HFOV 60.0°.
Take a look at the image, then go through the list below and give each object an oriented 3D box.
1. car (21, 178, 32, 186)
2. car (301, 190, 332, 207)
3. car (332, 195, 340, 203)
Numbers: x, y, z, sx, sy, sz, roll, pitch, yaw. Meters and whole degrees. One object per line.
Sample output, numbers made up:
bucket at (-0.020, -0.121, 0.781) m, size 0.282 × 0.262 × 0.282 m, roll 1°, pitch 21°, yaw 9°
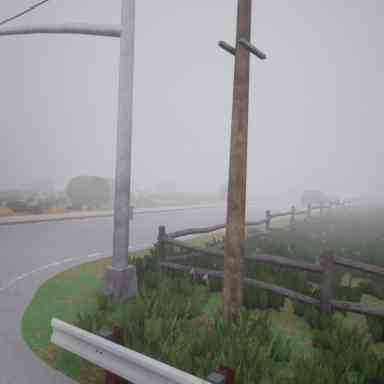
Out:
car at (-39.133, -2.294, 79.213) m, size 1.905 × 1.878 × 3.866 m, roll 8°, pitch 2°, yaw -13°
car at (15.452, 0.816, 41.802) m, size 2.150 × 2.045 × 5.566 m, roll 3°, pitch 2°, yaw 34°
car at (21.205, 1.138, 50.699) m, size 1.994 × 1.385 × 4.181 m, roll 3°, pitch 2°, yaw 33°
